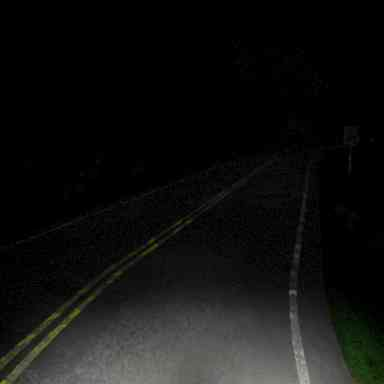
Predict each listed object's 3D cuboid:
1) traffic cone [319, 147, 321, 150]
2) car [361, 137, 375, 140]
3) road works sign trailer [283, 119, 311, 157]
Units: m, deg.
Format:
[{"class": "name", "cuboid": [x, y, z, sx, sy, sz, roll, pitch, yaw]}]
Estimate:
[{"class": "traffic cone", "cuboid": [16.260, -5.623, 42.225, 0.340, 0.580, 0.340, 4, 11, 38]}, {"class": "car", "cuboid": [29.219, -8.630, 52.209, 5.566, 2.045, 2.150, -7, 8, -23]}, {"class": "road works sign trailer", "cuboid": [10.514, -5.279, 32.551, 2.380, 3.560, 2.880, 5, 12, 38]}]
